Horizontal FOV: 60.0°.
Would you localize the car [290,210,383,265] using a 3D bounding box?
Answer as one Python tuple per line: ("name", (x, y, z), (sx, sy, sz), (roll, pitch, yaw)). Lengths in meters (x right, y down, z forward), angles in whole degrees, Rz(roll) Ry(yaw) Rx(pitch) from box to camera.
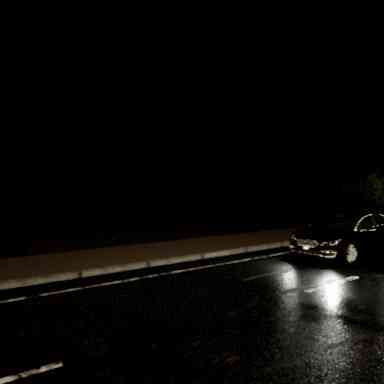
("car", (5.452, 1.437, 11.554), (4.892, 1.490, 1.837), (0, 0, -35))
